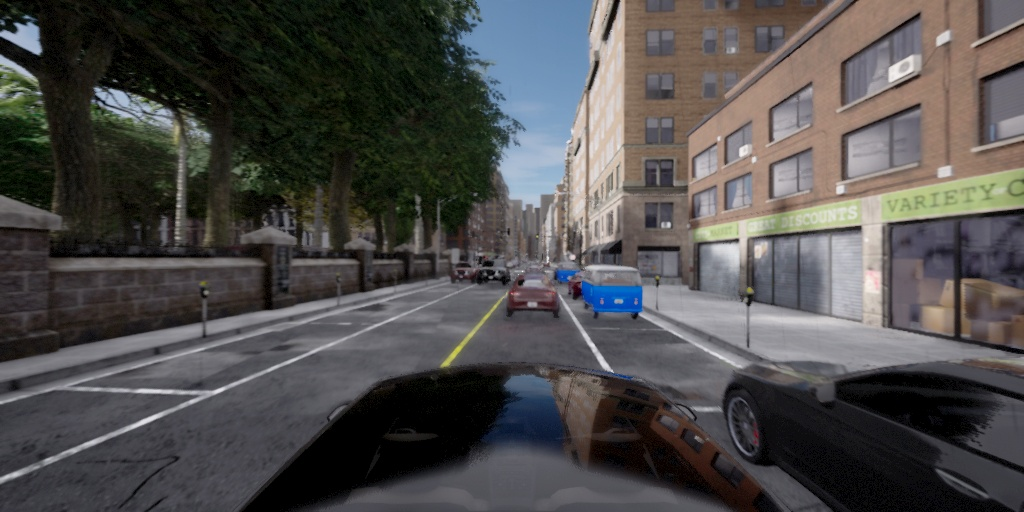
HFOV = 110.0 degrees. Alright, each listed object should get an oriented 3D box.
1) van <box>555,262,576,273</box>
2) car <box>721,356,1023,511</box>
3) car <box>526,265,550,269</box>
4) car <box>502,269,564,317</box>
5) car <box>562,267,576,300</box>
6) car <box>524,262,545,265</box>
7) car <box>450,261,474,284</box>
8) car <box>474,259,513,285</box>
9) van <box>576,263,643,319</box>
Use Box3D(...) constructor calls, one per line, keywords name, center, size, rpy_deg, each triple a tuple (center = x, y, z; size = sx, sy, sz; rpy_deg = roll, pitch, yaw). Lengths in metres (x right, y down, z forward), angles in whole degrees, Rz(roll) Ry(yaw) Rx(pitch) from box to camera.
Box3D(name="van", center=(4.658, 1.419, 30.257), size=(1.690, 1.789, 3.998), rpy_deg=(0, 0, 4))
Box3D(name="car", center=(3.090, 1.301, 1.978), size=(1.812, 1.442, 4.674), rpy_deg=(0, -1, 4))
Box3D(name="car", center=(1.755, 1.637, 28.084), size=(1.895, 1.301, 4.718), rpy_deg=(0, -1, 4))
Box3D(name="car", center=(0.816, 1.410, 13.825), size=(1.812, 1.442, 4.674), rpy_deg=(0, 0, 4))
Box3D(name="car", center=(3.913, 1.504, 18.961), size=(1.888, 1.381, 4.507), rpy_deg=(0, 0, 4))
Box3D(name="car", center=(2.671, 1.711, 42.727), size=(1.812, 1.442, 4.674), rpy_deg=(0, -1, 6))
Box3D(name="car", center=(-3.850, 1.338, 30.779), size=(2.192, 1.841, 5.009), rpy_deg=(0, 0, 4))
Box3D(name="car", center=(-1.370, 1.245, 29.073), size=(2.150, 2.045, 5.566), rpy_deg=(0, 0, 4))
Box3D(name="van", center=(3.540, 1.239, 13.313), size=(1.690, 1.789, 3.998), rpy_deg=(0, 0, 4))
